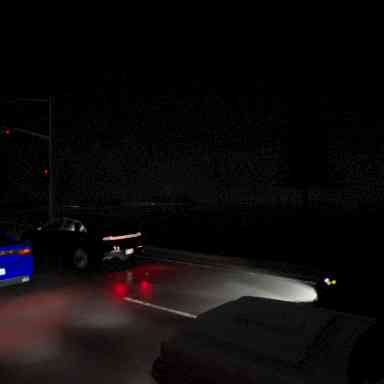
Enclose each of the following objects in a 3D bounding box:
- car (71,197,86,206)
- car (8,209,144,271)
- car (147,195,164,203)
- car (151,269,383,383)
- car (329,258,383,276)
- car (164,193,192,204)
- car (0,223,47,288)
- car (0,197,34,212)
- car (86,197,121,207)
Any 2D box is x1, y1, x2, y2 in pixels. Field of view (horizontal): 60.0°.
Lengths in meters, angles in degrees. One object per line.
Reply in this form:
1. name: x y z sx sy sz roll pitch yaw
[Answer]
1. car: -17.252 1.547 55.117 2.033 1.411 5.357 0 0 35
2. car: -3.764 1.491 10.962 4.902 1.511 2.128 0 0 36
3. car: -7.281 1.503 69.282 1.837 1.490 4.892 0 0 35
4. car: 1.949 1.600 2.603 4.718 1.301 1.895 0 0 36
5. car: 4.215 1.564 5.285 4.181 1.385 1.994 0 0 36
6. car: -2.264 1.223 64.318 2.150 2.045 5.566 0 0 36
7. car: -5.899 1.478 8.186 5.008 1.535 1.882 0 0 36
8. car: -20.731 1.600 37.867 1.895 1.301 4.718 0 0 35
9. car: -12.687 1.490 49.428 2.128 1.511 4.902 0 0 35
